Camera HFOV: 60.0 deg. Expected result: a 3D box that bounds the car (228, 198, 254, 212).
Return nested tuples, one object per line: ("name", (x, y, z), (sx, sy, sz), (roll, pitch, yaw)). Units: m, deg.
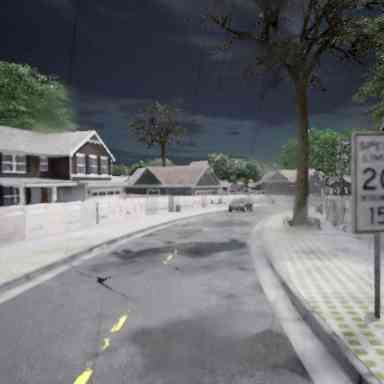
("car", (5.412, 1.409, 36.518), (1.837, 1.490, 4.892), (0, 0, 26))
